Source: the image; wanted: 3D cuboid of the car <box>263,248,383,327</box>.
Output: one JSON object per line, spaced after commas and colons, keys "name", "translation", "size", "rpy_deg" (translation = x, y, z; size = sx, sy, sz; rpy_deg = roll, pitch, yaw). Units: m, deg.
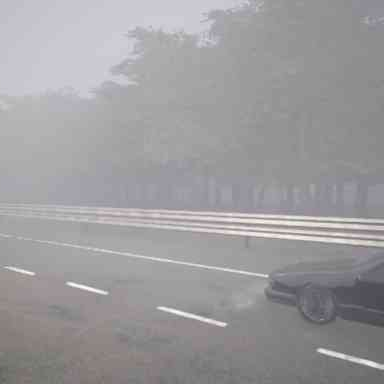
{"name": "car", "translation": [3.952, 1.548, 5.348], "size": [5.357, 1.411, 2.033], "rpy_deg": [0, 0, 35]}
